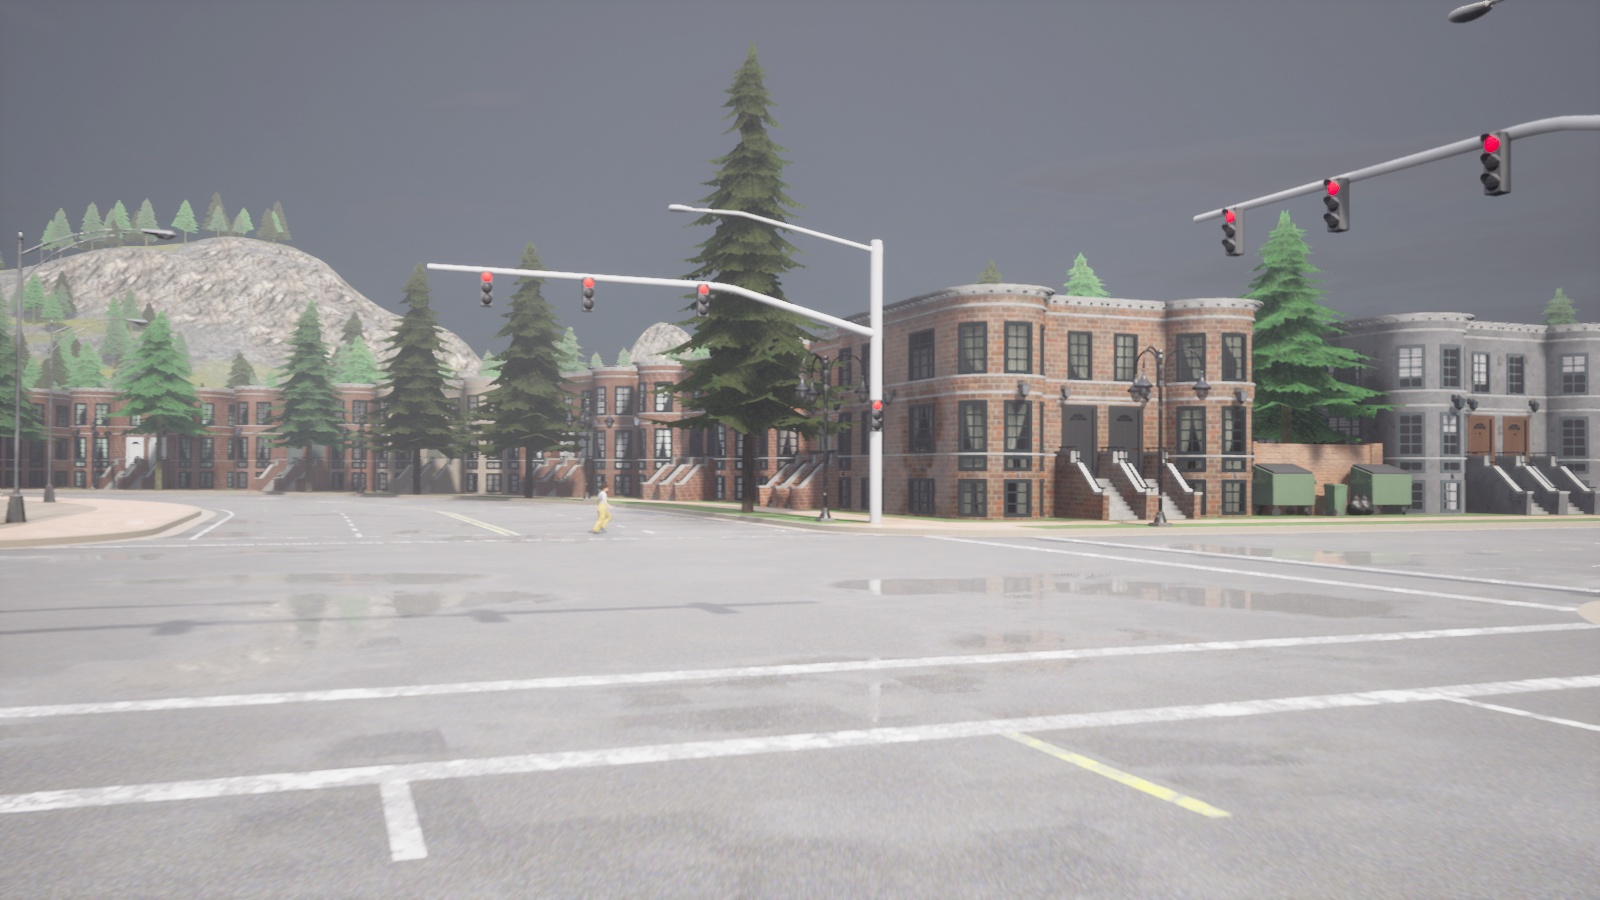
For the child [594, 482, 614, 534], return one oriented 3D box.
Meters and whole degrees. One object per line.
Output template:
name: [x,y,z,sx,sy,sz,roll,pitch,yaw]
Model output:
child: [-4.781,1.412,30.589,0.437,1.263,0.270,0,-1,-19]
